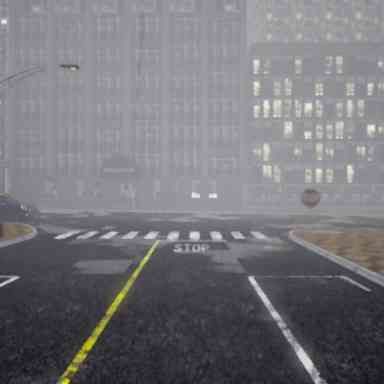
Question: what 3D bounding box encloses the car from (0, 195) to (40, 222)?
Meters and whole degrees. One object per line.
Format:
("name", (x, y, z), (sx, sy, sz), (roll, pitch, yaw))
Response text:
("car", (-12.650, 0.989, 22.228), (4.553, 1.767, 2.097), (1, 0, 1))
